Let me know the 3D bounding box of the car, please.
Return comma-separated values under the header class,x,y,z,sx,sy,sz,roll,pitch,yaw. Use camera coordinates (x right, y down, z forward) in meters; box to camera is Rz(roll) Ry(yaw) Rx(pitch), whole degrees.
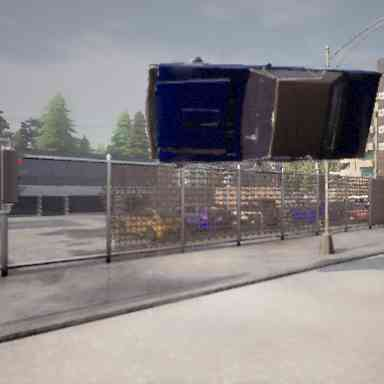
class,x,y,z,sx,sy,sz,roll,pitch,yaw
car,1.473,-1.501,6.551,4.718,1.895,1.301,-3,19,-13
